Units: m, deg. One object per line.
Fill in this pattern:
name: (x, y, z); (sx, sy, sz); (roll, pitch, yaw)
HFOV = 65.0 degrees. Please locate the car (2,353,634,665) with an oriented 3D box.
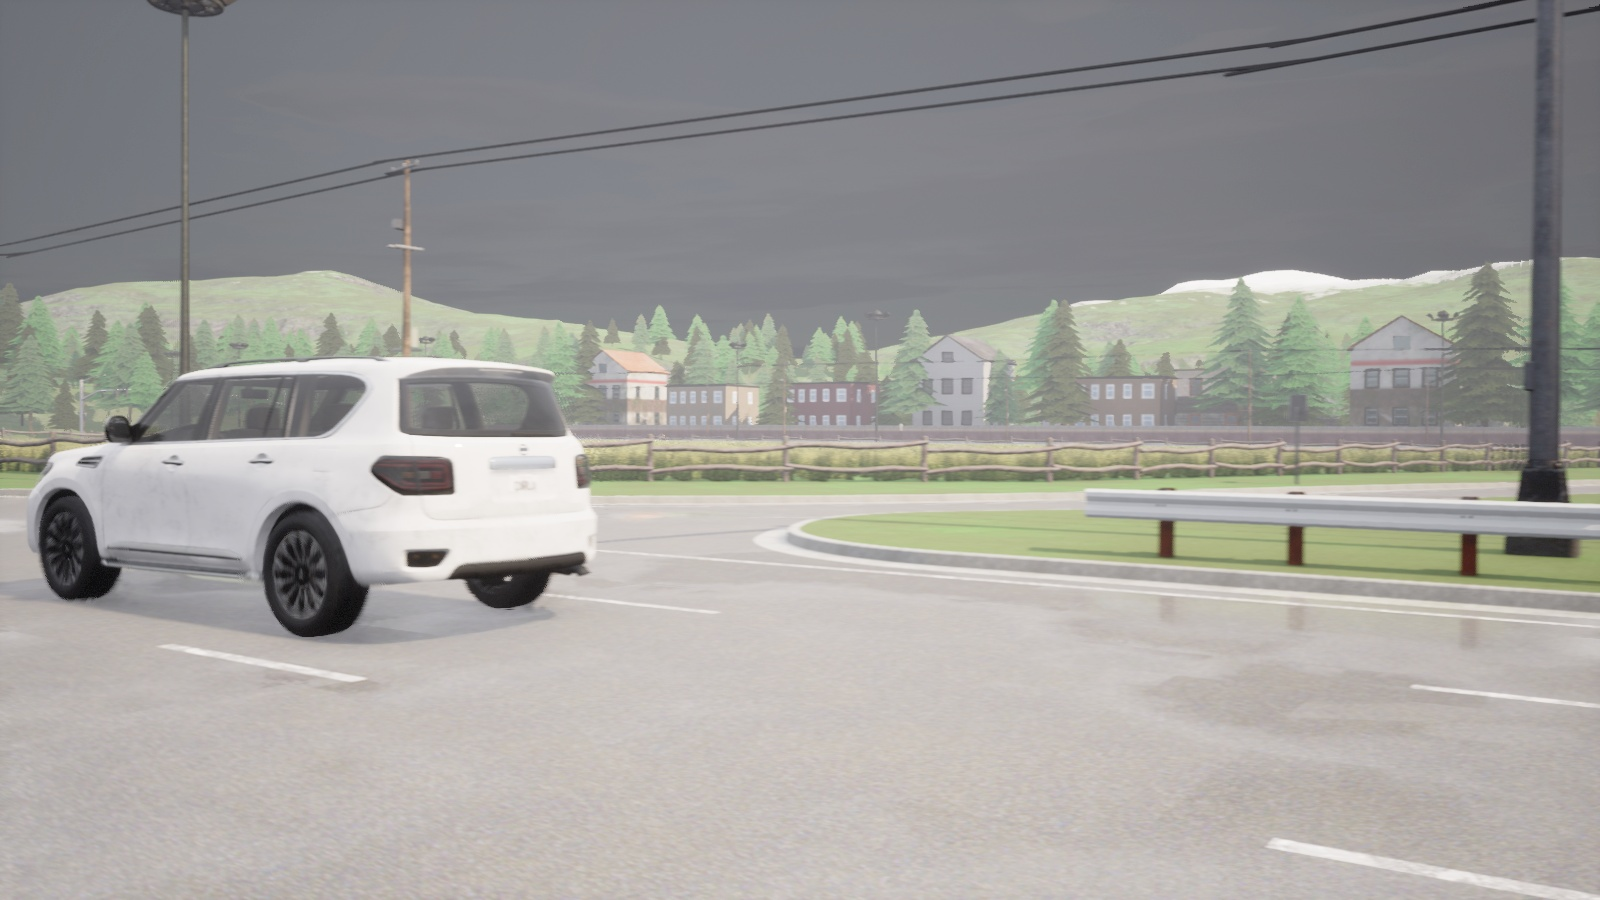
car: (-4.241, 0.369, 10.638); (5.566, 2.045, 2.150); (0, 1, 34)
